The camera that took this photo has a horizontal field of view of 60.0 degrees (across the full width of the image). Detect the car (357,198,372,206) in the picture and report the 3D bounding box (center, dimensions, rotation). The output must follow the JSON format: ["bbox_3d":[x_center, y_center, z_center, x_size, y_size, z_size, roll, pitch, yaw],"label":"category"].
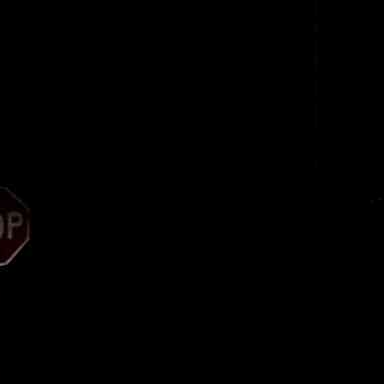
[{"bbox_3d":[39.580,2.231,76.908,2.097,1.767,4.553,-2,-2,36],"label":"car"}]

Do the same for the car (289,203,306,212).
[{"bbox_3d":[15.860,2.189,48.598,1.895,1.301,4.718,-2,-2,36],"label":"car"}]
